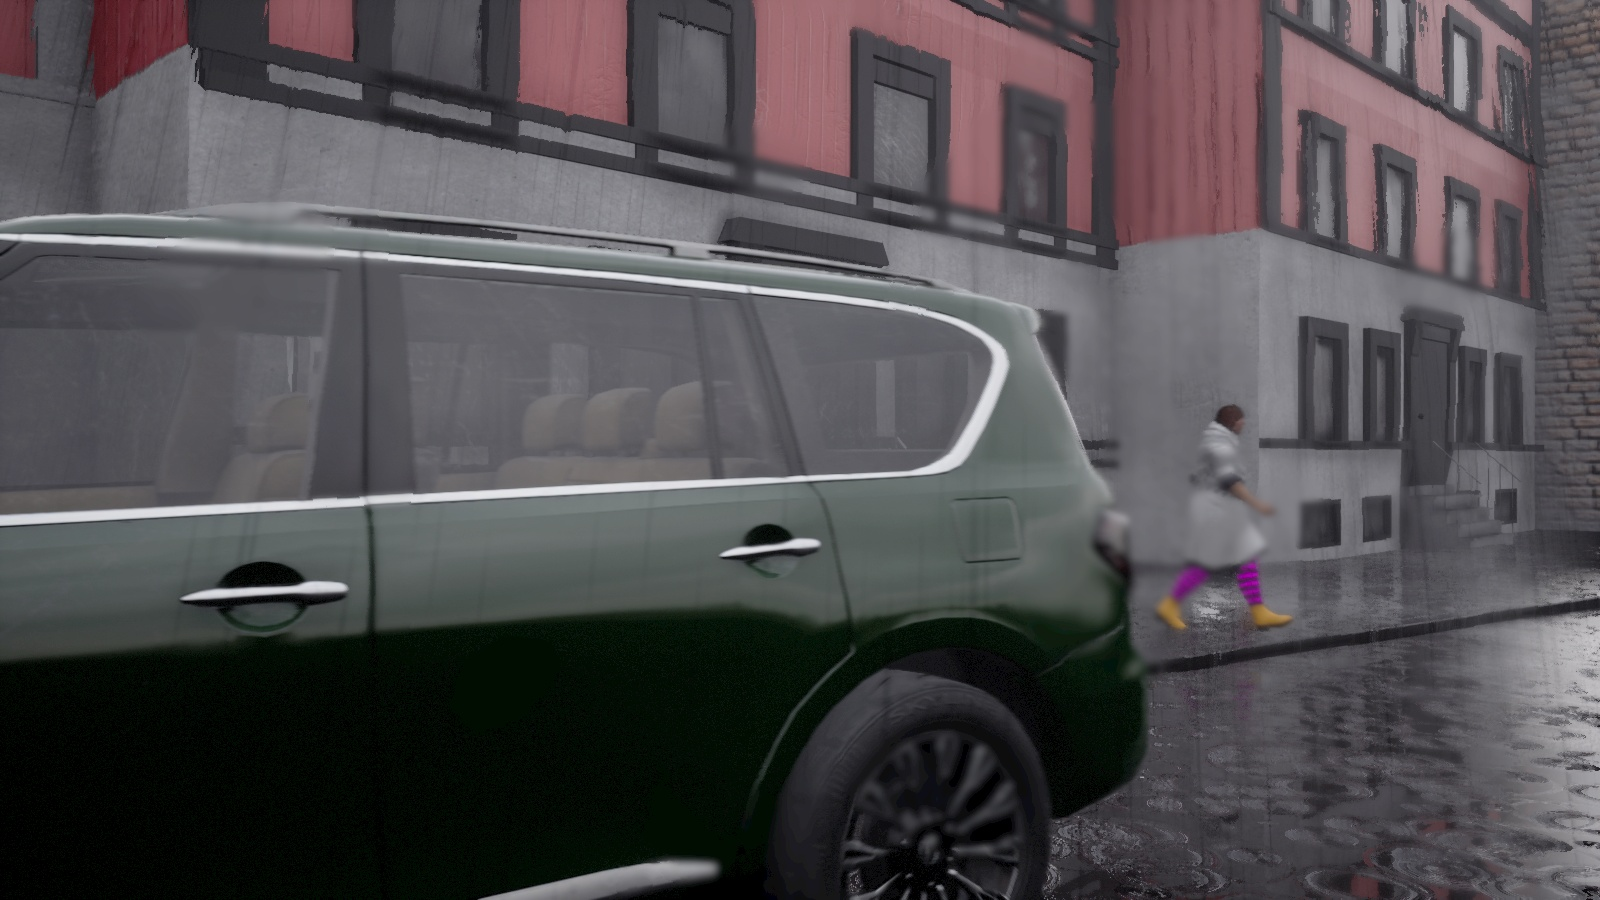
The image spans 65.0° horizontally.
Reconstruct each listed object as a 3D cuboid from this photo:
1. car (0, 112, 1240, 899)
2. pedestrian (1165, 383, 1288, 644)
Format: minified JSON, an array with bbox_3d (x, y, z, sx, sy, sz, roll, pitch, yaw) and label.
[{"bbox_3d":[-1.508,0.475,3.220,5.566,2.045,2.150,0,0,-35],"label":"car"},{"bbox_3d":[3.362,0.477,9.881,0.873,1.952,0.659,0,0,22],"label":"pedestrian"}]
